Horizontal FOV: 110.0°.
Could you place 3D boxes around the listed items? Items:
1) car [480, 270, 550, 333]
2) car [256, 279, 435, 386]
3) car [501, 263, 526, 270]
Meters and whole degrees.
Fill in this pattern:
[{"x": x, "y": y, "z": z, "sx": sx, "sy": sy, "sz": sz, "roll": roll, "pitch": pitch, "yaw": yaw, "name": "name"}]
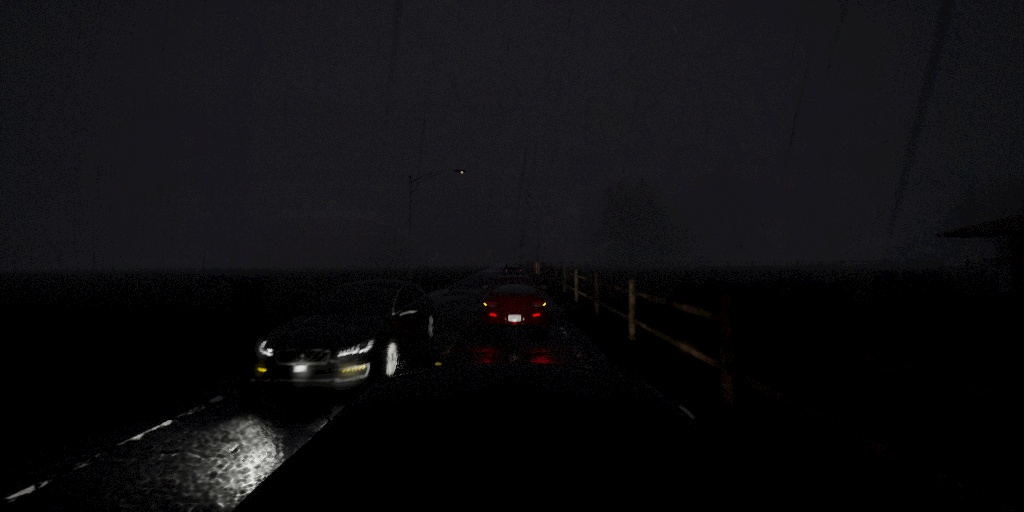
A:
[{"x": 0.081, "y": 1.307, "z": 10.796, "sx": 1.812, "sy": 1.442, "sz": 4.674, "roll": 0, "pitch": 0, "yaw": 0, "name": "car"}, {"x": -2.846, "y": 1.274, "z": 7.263, "sx": 1.837, "sy": 1.490, "sz": 4.892, "roll": 0, "pitch": 0, "yaw": 0, "name": "car"}, {"x": 0.114, "y": 1.356, "z": 29.996, "sx": 2.128, "sy": 1.511, "sz": 4.902, "roll": 0, "pitch": 0, "yaw": 0, "name": "car"}]
